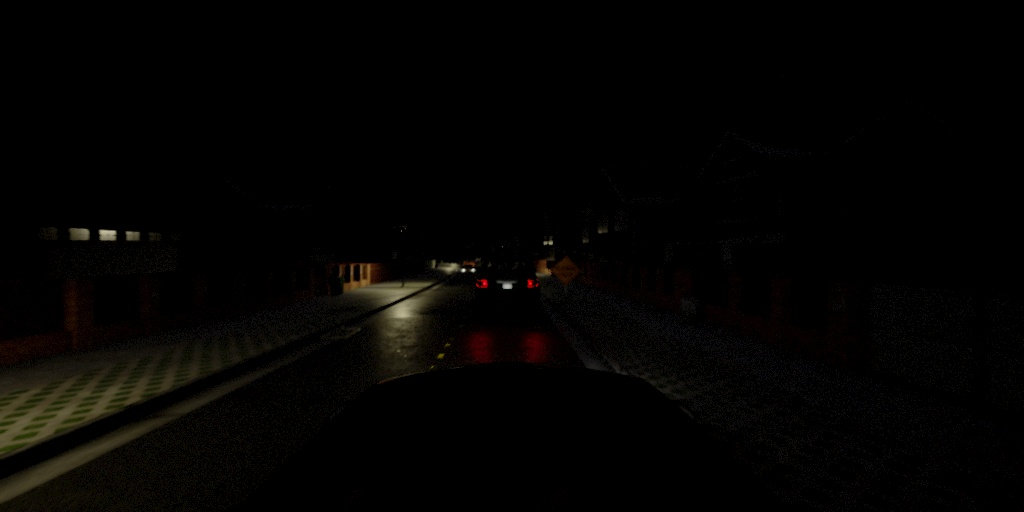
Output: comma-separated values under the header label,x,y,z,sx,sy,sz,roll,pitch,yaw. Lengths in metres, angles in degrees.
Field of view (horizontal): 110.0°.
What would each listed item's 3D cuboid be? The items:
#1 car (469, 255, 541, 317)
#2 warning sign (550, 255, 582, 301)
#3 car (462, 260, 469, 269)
label,x,y,z,sx,sy,sz,roll,pitch,yaw
car,-0.193,1.002,13.465,2.150,2.045,5.566,0,0,-1
warning sign,2.248,0.895,15.122,1.300,1.860,1.060,0,0,-2
car,-7.221,1.378,59.833,1.882,1.535,5.008,0,0,-8
